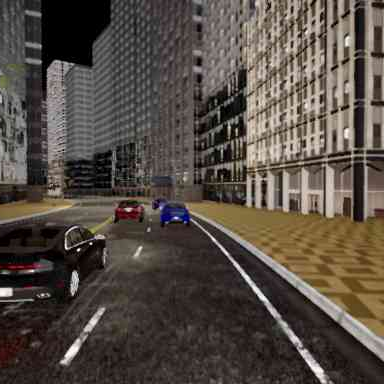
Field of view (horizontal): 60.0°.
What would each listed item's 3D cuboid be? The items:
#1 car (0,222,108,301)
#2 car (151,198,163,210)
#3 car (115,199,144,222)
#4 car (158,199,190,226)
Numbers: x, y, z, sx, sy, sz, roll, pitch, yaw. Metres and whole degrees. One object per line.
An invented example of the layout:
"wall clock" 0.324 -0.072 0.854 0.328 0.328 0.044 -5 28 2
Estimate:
"car" -3.405 1.511 8.259 1.837 1.490 4.892 0 0 -2
"car" -4.034 1.527 41.975 1.812 1.442 4.674 0 0 -11
"car" -4.900 1.363 26.519 2.097 1.767 4.553 0 0 -7
"car" -1.251 1.475 23.247 1.882 1.535 5.008 0 0 -6
